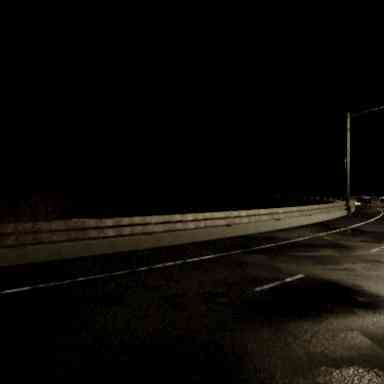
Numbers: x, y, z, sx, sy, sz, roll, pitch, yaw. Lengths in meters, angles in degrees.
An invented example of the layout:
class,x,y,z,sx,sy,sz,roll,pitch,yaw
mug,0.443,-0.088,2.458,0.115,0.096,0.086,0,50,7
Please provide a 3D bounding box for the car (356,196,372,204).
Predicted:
class,x,y,z,sx,sy,sz,roll,pitch,yaw
car,34.652,1.605,67.070,2.128,1.511,4.902,0,0,11

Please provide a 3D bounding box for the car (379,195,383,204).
class,x,y,z,sx,sy,sz,roll,pitch,yaw
car,37.266,1.306,62.773,2.150,2.045,5.566,0,0,14
